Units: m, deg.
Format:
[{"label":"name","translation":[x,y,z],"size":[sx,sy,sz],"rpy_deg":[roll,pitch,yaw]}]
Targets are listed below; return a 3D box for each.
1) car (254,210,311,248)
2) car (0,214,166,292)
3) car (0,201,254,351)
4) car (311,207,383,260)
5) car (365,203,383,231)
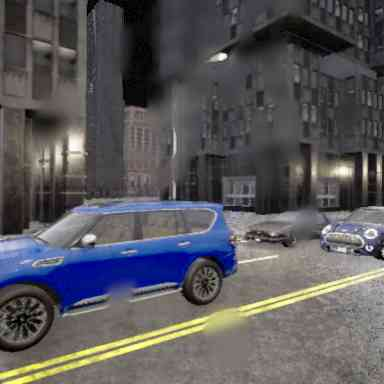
[{"label":"car","translation":[4.832,1.556,15.041],"size":[5.357,1.411,2.033],"rpy_deg":[0,0,-35]},{"label":"car","translation":[-3.294,1.507,9.307],"size":[4.892,1.490,1.837],"rpy_deg":[0,0,-35]},{"label":"car","translation":[-1.577,1.223,6.561],"size":[5.566,2.045,2.150],"rpy_deg":[0,0,-36]},{"label":"car","translation":[6.887,1.361,12.523],"size":[4.553,1.767,2.097],"rpy_deg":[0,0,-35]},{"label":"car","translation":[13.104,1.495,20.902],"size":[5.008,1.535,1.882],"rpy_deg":[0,0,-35]}]
